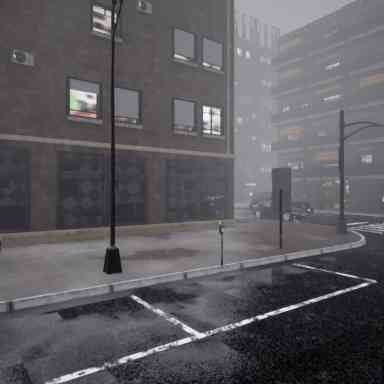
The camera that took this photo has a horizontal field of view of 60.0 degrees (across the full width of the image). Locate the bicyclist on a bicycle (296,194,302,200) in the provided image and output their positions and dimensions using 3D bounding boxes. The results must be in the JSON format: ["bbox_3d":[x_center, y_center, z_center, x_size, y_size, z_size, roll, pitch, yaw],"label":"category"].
[{"bbox_3d":[11.563,1.011,36.210,1.656,1.620,0.582,0,1,-36],"label":"bicyclist on a bicycle"}]

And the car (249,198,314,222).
[{"bbox_3d":[6.298,1.342,24.197,2.008,1.369,4.403,1,0,-36],"label":"car"}]

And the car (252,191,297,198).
[{"bbox_3d":[7.208,0.988,27.338,2.150,2.045,5.566,0,1,-36],"label":"car"}]
